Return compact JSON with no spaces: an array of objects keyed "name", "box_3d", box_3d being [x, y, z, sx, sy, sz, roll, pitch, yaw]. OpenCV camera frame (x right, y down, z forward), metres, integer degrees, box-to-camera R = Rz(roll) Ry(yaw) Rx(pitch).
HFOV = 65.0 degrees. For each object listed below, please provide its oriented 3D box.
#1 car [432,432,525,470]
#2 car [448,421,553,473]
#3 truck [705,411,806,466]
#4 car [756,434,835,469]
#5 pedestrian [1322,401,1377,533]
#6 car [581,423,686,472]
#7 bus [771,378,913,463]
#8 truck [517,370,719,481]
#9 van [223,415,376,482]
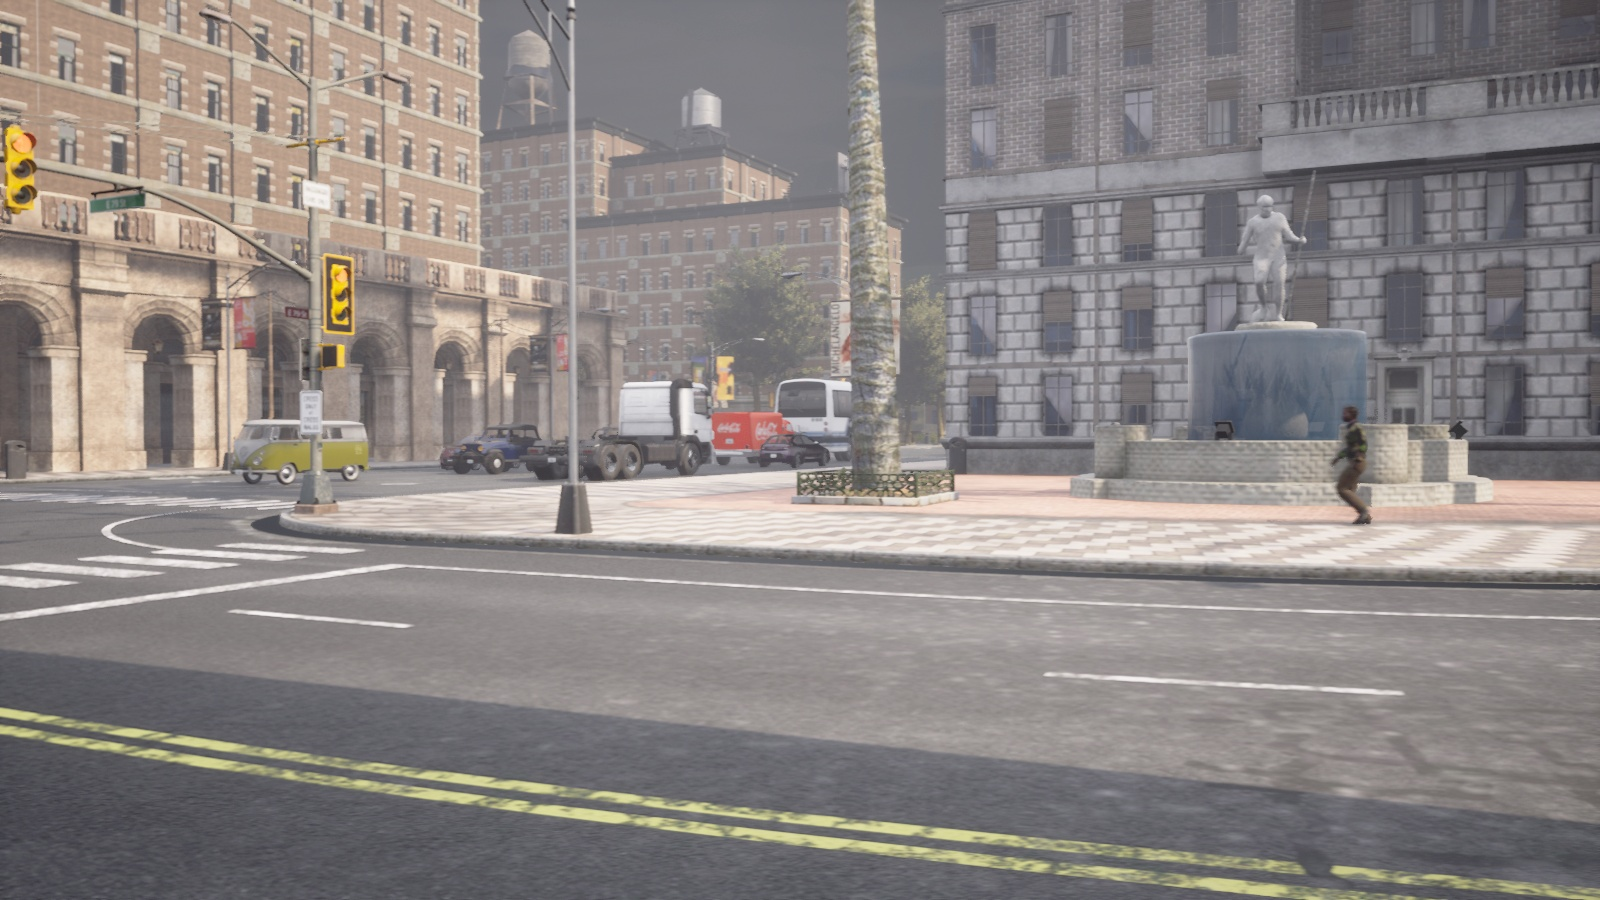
[{"name":"car","box_3d":[-13.353,0.006,52.332,1.845,1.501,3.633,1,1,26]},{"name":"car","box_3d":[-11.451,-0.143,48.245,1.905,1.878,3.866,1,1,27]},{"name":"truck","box_3d":[-2.047,-0.554,59.355,2.627,2.467,5.204,1,1,26]},{"name":"car","box_3d":[-0.144,0.017,55.315,1.816,1.474,4.193,1,1,26]},{"name":"pedestrian","box_3d":[8.107,0.242,18.558,0.692,1.930,0.395,1,1,18]},{"name":"car","box_3d":[-6.600,-0.131,50.159,1.932,1.855,4.605,1,1,26]},{"name":"bus","box_3d":[2.528,-1.562,68.770,3.944,4.253,10.273,1,1,26]},{"name":"truck","box_3d":[-6.056,-0.826,43.404,2.891,3.462,7.936,1,1,27]},{"name":"van","box_3d":[-15.713,-0.077,39.673,1.775,1.987,4.442,1,1,27]}]
